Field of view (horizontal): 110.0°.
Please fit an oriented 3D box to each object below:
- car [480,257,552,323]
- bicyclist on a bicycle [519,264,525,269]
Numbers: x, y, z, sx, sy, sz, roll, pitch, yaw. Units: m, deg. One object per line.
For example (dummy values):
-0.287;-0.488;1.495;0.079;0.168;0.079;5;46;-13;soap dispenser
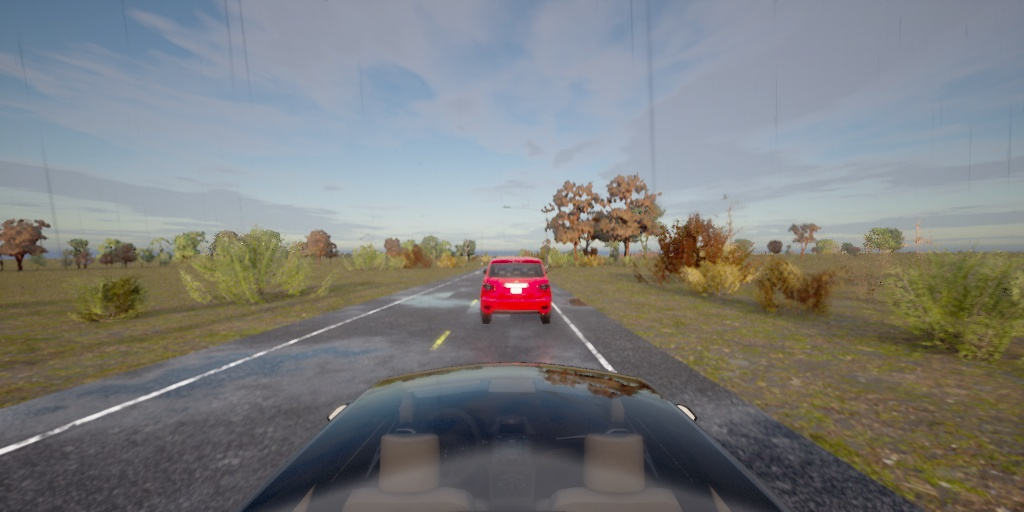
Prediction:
0.128;1.058;12.684;2.150;2.045;5.566;0;0;0;car
1.070;1.404;38.307;0.659;1.776;1.843;0;0;0;bicyclist on a bicycle
